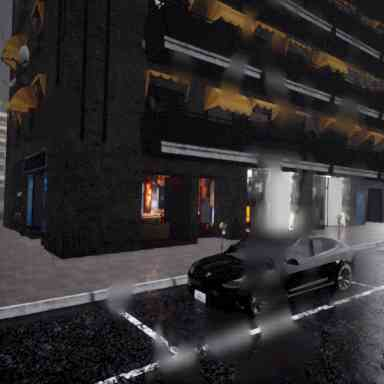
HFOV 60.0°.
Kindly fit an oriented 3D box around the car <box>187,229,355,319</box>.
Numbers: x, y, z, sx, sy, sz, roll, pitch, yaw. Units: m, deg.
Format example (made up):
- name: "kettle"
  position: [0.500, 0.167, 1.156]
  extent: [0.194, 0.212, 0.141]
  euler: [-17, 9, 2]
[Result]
- name: "car"
  position: [1.934, 1.570, 7.448]
  extent: [4.313, 1.339, 1.947]
  euler: [0, 2, -35]
